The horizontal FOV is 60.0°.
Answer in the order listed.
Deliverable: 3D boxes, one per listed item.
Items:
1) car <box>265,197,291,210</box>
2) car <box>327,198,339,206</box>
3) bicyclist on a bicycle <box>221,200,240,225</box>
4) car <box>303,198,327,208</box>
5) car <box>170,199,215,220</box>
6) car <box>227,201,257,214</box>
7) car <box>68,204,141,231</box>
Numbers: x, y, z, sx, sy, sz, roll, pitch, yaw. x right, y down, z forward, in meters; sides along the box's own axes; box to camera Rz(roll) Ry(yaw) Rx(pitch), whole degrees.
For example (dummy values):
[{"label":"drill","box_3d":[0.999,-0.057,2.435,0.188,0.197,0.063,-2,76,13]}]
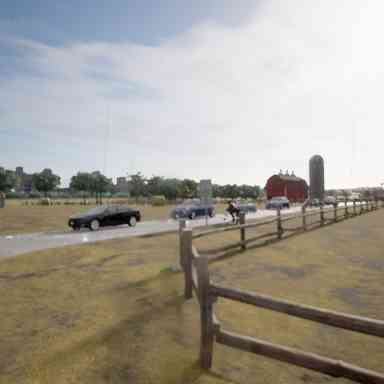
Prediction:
[{"label":"car","box_3d":[11.653,1.462,45.036,2.097,1.767,4.553,-2,-1,36]},{"label":"car","box_3d":[23.571,1.659,56.696,2.033,1.411,5.357,-2,-2,35]},{"label":"bicyclist on a bicycle","box_3d":[2.622,1.395,22.203,1.656,1.620,0.582,0,0,36]},{"label":"car","box_3d":[17.781,1.650,48.616,1.895,1.301,4.718,-2,-2,35]},{"label":"car","box_3d":[0.094,1.429,28.957,2.097,1.767,4.553,-2,-1,35]},{"label":"car","box_3d":[5.429,1.654,36.392,1.994,1.385,4.181,-2,-1,36]},{"label":"car","box_3d":[-5.454,1.541,21.181,1.882,1.535,5.008,-2,-1,35]}]
